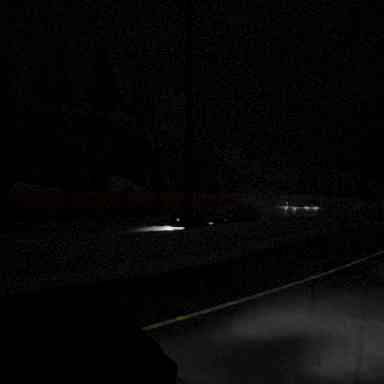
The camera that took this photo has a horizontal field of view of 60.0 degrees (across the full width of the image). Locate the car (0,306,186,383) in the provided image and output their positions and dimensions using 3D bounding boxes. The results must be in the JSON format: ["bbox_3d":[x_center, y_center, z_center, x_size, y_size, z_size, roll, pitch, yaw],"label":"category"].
[{"bbox_3d":[-2.373,1.602,2.224,4.718,1.301,1.895,0,0,-36],"label":"car"}]

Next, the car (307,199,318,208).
[{"bbox_3d":[20.605,1.929,56.978,2.033,1.411,5.357,0,0,20],"label":"car"}]

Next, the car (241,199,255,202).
[{"bbox_3d":[7.731,1.850,42.104,1.895,1.301,4.718,0,0,23],"label":"car"}]

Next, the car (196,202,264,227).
[{"bbox_3d":[2.666,1.625,21.233,1.837,1.490,4.892,1,0,41],"label":"car"}]

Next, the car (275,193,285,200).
[{"bbox_3d":[21.265,1.344,80.219,2.150,2.045,5.566,0,0,19],"label":"car"}]

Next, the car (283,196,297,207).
[{"bbox_3d":[17.977,1.891,60.076,1.837,1.490,4.892,0,0,20],"label":"car"}]

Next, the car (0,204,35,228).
[{"bbox_3d":[-12.599,1.558,21.024,4.892,1.490,1.837,0,0,-39],"label":"car"}]

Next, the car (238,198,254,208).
[{"bbox_3d":[9.207,1.854,56.201,1.812,1.442,4.674,0,0,19],"label":"car"}]

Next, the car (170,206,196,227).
[{"bbox_3d":[0.329,1.688,23.858,1.994,1.385,4.181,0,0,40],"label":"car"}]
